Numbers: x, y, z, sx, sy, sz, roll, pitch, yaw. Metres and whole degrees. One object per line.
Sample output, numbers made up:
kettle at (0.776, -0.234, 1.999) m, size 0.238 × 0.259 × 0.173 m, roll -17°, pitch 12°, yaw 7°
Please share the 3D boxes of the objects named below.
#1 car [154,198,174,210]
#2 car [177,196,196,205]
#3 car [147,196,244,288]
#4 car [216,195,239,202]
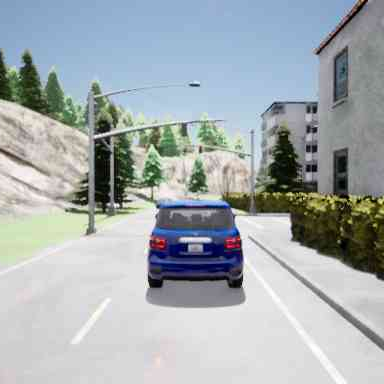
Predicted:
car at (-3.479, 1.475, 42.427) m, size 2.033 × 1.411 × 5.357 m, roll 0°, pitch 0°, yaw 1°
car at (-0.967, 1.464, 59.202) m, size 1.994 × 1.385 × 4.181 m, roll 0°, pitch 0°, yaw 22°
car at (0.090, 1.206, 9.317) m, size 2.150 × 2.045 × 5.566 m, roll 0°, pitch 0°, yaw 0°
car at (7.713, 1.376, 72.105) m, size 4.902 × 1.511 × 2.128 m, roll 0°, pitch 0°, yaw -41°
